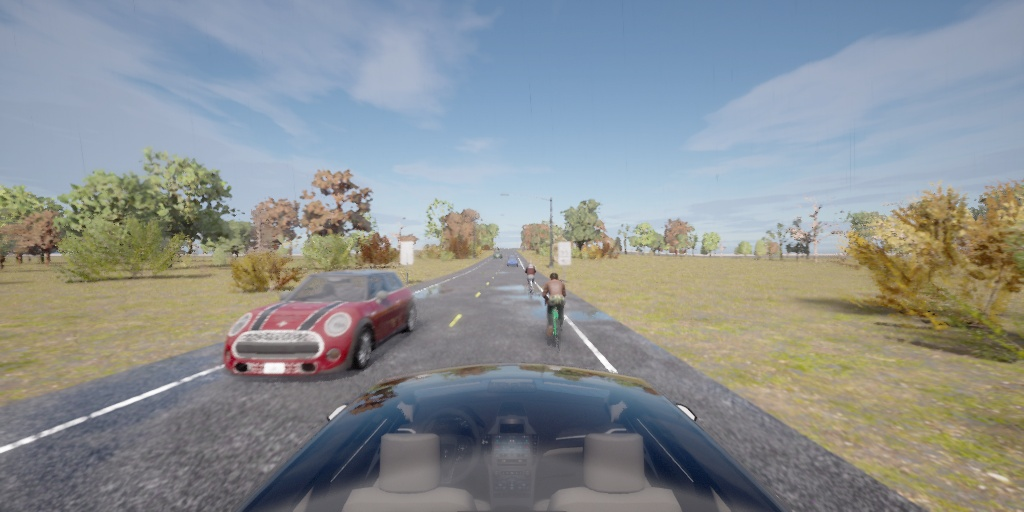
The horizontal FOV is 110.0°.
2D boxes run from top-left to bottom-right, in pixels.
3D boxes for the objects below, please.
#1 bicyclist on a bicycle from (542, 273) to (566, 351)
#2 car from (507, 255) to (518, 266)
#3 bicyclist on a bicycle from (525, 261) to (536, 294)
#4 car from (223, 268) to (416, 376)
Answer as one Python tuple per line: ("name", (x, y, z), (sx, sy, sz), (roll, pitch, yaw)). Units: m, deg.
("bicyclist on a bicycle", (0.963, 1.203, 8.044), (0.582, 1.620, 1.656), (0, 0, 0))
("car", (0.103, 0.902, 60.327), (2.033, 1.411, 5.357), (0, 2, 0))
("bicyclist on a bicycle", (0.964, 1.120, 18.665), (0.659, 1.776, 1.843), (0, 0, 0))
("car", (-3.600, 1.101, 7.672), (2.097, 1.767, 4.553), (0, 0, 0))
